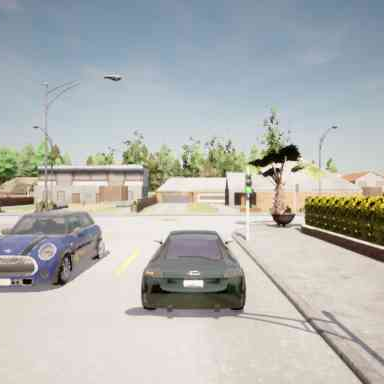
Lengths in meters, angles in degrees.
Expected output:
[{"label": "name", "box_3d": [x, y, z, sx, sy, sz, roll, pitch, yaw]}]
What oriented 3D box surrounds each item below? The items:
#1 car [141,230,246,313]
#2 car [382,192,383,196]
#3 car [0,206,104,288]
[{"label": "car", "box_3d": [0.040, 1.564, 7.768, 1.994, 1.385, 4.181, 0, 0, 0]}, {"label": "car", "box_3d": [37.854, 0.971, 64.971, 1.905, 1.878, 3.866, 0, 0, 0]}, {"label": "car", "box_3d": [-4.049, 1.352, 9.426, 2.097, 1.767, 4.553, 0, 0, 1]}]
